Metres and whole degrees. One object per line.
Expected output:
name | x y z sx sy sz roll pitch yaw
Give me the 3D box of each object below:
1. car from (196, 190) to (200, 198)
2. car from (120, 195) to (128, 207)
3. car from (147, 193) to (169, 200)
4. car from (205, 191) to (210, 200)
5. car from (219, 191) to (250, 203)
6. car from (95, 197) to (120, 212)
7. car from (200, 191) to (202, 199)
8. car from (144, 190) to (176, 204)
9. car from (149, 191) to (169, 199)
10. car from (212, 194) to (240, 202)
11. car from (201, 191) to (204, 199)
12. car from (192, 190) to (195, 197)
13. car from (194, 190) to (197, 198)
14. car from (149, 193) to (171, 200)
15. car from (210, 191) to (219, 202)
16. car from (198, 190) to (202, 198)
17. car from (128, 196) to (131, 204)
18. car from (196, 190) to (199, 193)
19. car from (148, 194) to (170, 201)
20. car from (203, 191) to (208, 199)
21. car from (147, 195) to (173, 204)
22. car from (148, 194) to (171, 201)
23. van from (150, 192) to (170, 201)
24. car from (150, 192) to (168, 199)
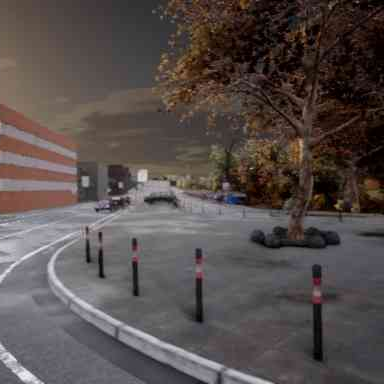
car | 4.364 0.972 83.409 5.008 1.535 2.097 -1 0 -6
car | -11.080 1.435 49.244 1.882 1.535 5.008 -1 0 -5
car | -8.590 1.092 84.679 5.366 1.575 1.946 -1 0 -6
car | 5.872 1.058 69.247 4.892 1.521 2.231 -1 0 -6
car | 7.309 0.996 55.192 4.553 1.767 2.185 -1 1 -6
car | -9.994 1.555 38.652 2.033 1.411 5.357 -1 0 -5
car | 5.009 1.036 77.674 4.792 1.488 2.163 -1 0 -6
car | -5.449 1.003 56.595 5.566 2.045 2.435 -1 0 -6
car | -9.276 0.791 93.129 5.566 2.045 2.435 -1 0 -6
car | 6.483 1.089 63.633 4.892 1.521 2.231 -1 0 -6
car | 5.274 1.023 74.862 5.008 1.535 2.097 -1 0 -6
car | 3.196 0.905 94.518 4.892 1.521 2.231 -1 0 -6
car | 3.778 0.937 89.026 5.008 1.535 2.097 -1 0 -6
car | -7.923 1.105 81.908 5.366 1.575 1.946 -1 0 -6
car | 6.732 0.851 60.943 5.566 2.045 2.435 -1 0 -6
car | 4.672 0.988 80.603 5.008 1.535 2.097 -1 0 -6
car | -12.069 1.394 59.611 1.837 1.490 4.892 -1 0 -6
car | 4.100 0.829 86.220 4.553 1.767 2.185 -1 0 -6
car | -7.240 1.191 73.456 4.792 1.488 2.163 -1 0 -6
car | 5.572 1.040 72.055 5.008 1.535 2.097 -1 0 -6
car | -5.719 1.280 59.408 4.674 1.452 2.002 -1 0 -6
car | -6.909 1.219 70.650 4.674 1.452 2.002 -1 0 -6
van | -7.396 0.917 76.279 4.442 1.987 1.878 -1 0 -6
car | -8.675 0.950 87.510 4.553 1.767 2.185 -1 0 -6
